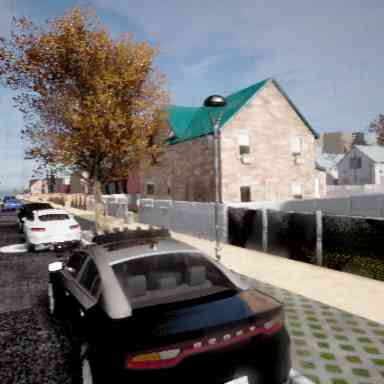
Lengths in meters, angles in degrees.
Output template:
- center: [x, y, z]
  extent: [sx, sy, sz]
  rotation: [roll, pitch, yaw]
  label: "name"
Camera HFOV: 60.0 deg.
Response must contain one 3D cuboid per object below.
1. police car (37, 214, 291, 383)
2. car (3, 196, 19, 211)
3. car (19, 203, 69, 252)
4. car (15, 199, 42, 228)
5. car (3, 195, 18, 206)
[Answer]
- center: [-0.926, 1.345, 4.912]
  extent: [1.930, 1.638, 5.238]
  rotation: [-2, 1, -29]
  label: "police car"
- center: [-20.371, 1.400, 37.855]
  extent: [2.033, 1.411, 5.357]
  rotation: [-2, 1, -29]
  label: "car"
- center: [-5.775, 1.402, 13.532]
  extent: [1.812, 1.442, 4.674]
  rotation: [-2, 1, -29]
  label: "car"
- center: [-8.719, 1.355, 18.760]
  extent: [1.837, 1.490, 4.892]
  rotation: [-2, 1, -29]
  label: "car"
- center: [-28.520, 1.343, 52.268]
  extent: [1.882, 1.535, 5.008]
  rotation: [-2, 1, -29]
  label: "car"
